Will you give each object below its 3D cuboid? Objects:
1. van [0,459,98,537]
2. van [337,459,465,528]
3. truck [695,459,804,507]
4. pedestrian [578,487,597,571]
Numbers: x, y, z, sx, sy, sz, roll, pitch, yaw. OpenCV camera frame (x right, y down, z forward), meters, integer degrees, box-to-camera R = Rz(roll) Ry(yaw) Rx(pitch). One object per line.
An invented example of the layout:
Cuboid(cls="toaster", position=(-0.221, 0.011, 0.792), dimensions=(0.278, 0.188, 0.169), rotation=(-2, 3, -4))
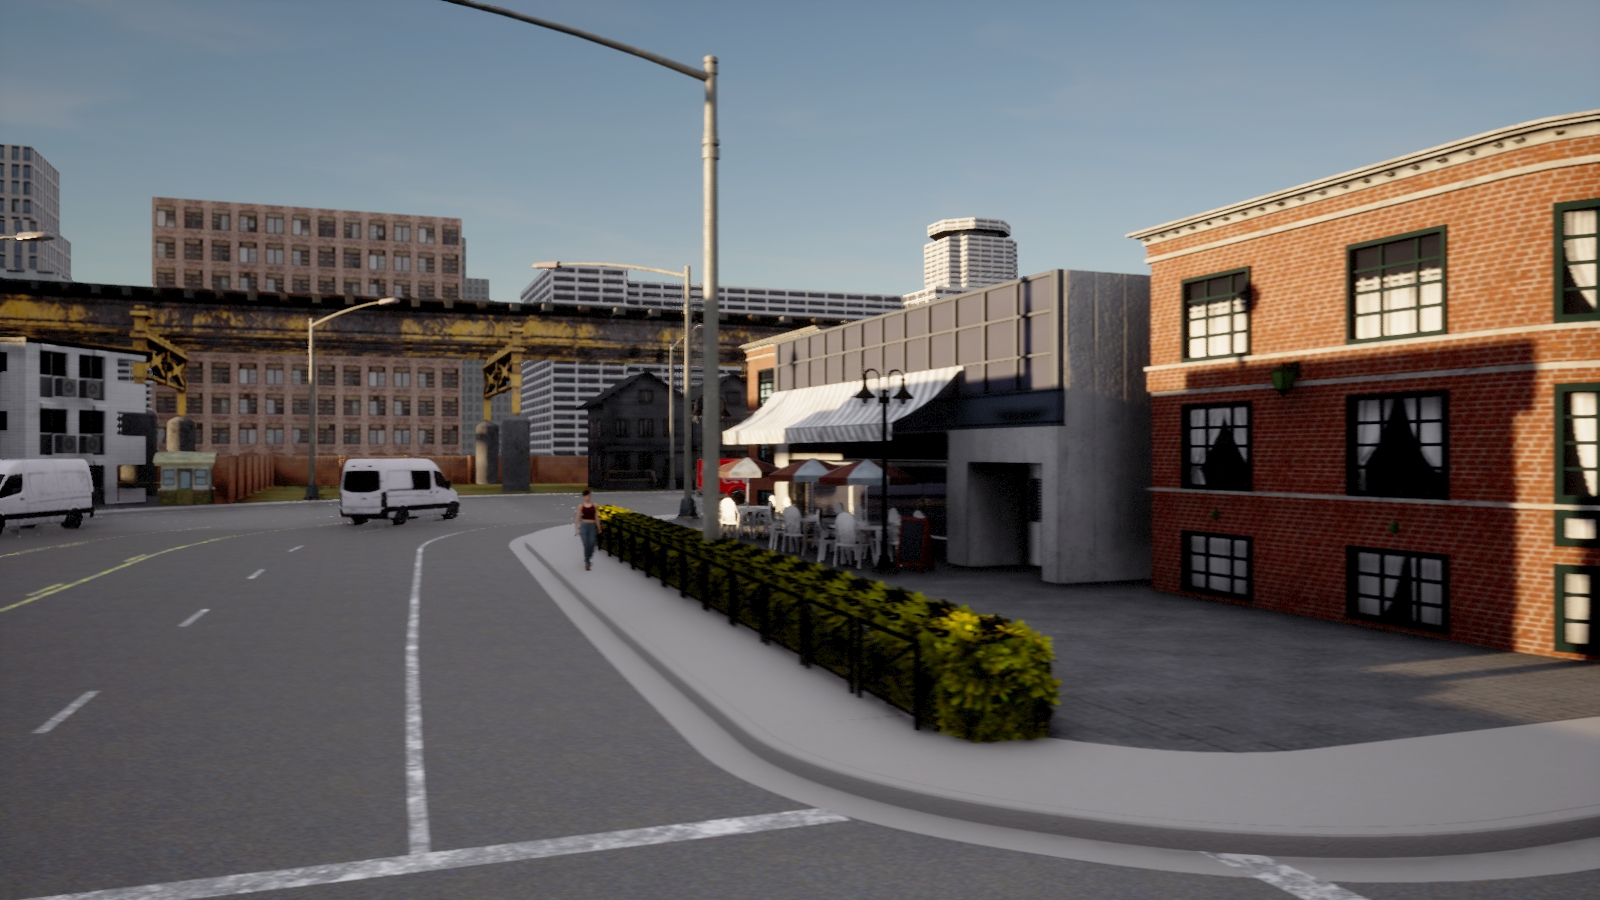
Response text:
Cuboid(cls="van", position=(-27.424, 1.633, 39.798), dimensions=(1.988, 2.561, 5.915), rotation=(0, 0, 3))
Cuboid(cls="van", position=(-15.804, 1.646, 45.668), dimensions=(1.988, 2.561, 5.915), rotation=(0, 0, 13))
Cuboid(cls="truck", position=(-2.716, 1.716, 61.290), dimensions=(5.204, 2.467, 2.627), rotation=(0, 0, -27))
Cuboid(cls="pedestrian", position=(-4.752, 1.759, 25.527), dimensions=(0.375, 1.860, 0.375), rotation=(0, 0, -17))
